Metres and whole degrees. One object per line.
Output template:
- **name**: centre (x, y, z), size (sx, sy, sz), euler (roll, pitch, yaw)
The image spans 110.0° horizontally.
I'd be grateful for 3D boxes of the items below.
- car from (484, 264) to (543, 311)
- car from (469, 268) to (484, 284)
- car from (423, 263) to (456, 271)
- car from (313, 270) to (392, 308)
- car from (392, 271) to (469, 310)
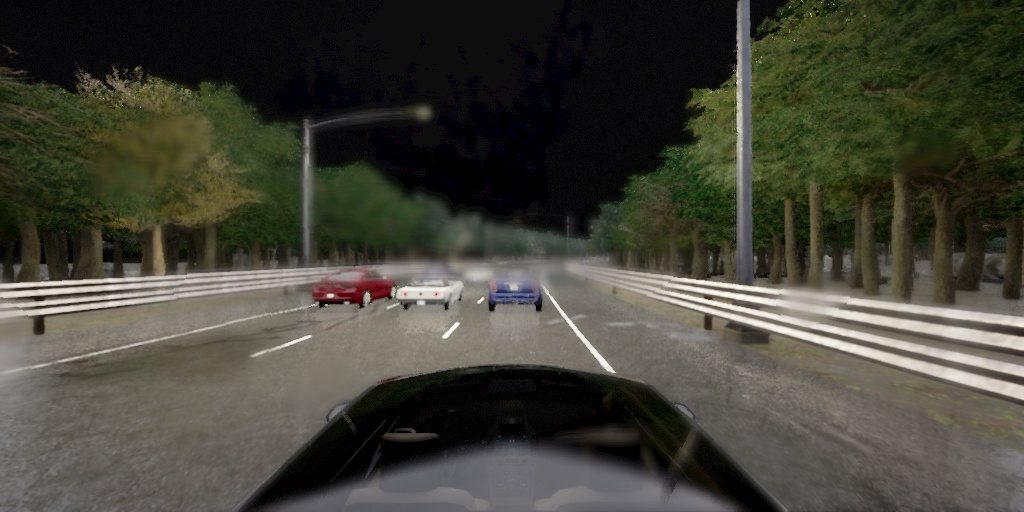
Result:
- **car**: centre (0.183, 1.236, 15.473), size (2.097, 1.767, 4.553), euler (0, -1, 2)
- **car**: centre (-2.587, 1.638, 30.399), size (1.895, 1.301, 4.718), euler (0, -1, 4)
- **car**: centre (-6.081, 1.387, 30.598), size (2.097, 1.767, 4.553), euler (0, -1, 4)
- **car**: centre (-6.797, 1.366, 16.076), size (1.882, 1.535, 5.008), euler (0, 0, 2)
- **car**: centre (-3.316, 1.486, 15.616), size (1.895, 1.301, 4.718), euler (0, -1, 2)
